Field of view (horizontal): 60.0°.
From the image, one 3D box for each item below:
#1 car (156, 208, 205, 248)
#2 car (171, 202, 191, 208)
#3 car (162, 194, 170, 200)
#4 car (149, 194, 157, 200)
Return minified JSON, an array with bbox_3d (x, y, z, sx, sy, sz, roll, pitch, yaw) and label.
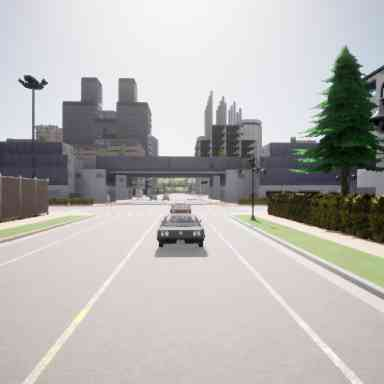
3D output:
[{"bbox_3d":[-0.492,1.600,14.730,1.895,1.301,4.718,0,0,-2],"label":"car"},{"bbox_3d":[-0.987,1.586,29.722,1.895,1.301,4.718,0,0,-2],"label":"car"},{"bbox_3d":[-7.187,1.387,91.478,1.882,1.535,5.008,0,0,-2],"label":"car"},{"bbox_3d":[-10.685,1.435,91.362,2.128,1.511,4.902,0,0,-2],"label":"car"}]
